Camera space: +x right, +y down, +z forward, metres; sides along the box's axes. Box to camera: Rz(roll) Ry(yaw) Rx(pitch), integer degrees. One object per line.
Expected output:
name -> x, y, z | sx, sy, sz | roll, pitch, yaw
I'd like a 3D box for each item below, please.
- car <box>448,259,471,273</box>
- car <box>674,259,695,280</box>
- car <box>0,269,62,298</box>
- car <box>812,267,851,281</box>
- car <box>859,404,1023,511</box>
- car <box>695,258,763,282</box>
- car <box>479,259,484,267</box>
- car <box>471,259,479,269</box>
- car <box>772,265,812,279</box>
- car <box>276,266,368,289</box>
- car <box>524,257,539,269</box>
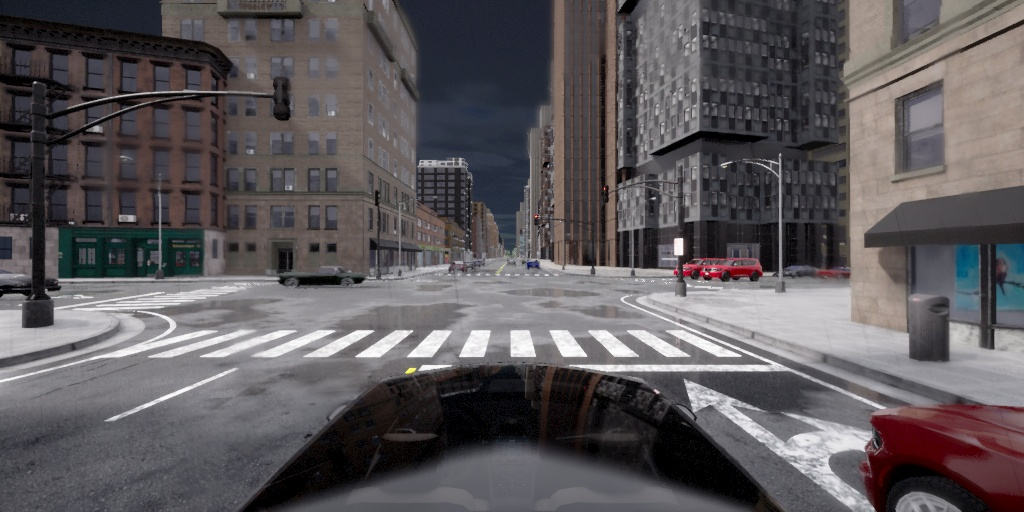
car -> -6.671, 1.283, 44.696 | 1.812, 1.442, 4.674 | 0, 0, 0
car -> 18.707, 1.250, 35.260 | 5.566, 2.045, 2.150 | 1, 0, -17
car -> -22.317, 1.032, 14.434 | 5.357, 1.411, 2.033 | 1, 0, -16
car -> 33.069, 1.772, 35.833 | 4.718, 1.301, 1.895 | 1, 0, -13
car -> 3.353, 1.228, 0.392 | 1.882, 1.535, 5.008 | 0, 0, 0
car -> 19.709, 1.236, 32.173 | 5.566, 2.045, 2.150 | 1, 0, -17
car -> -6.672, 1.325, 64.618 | 1.994, 1.385, 4.181 | 0, 0, 0
car -> -6.682, 1.251, 54.656 | 2.128, 1.511, 4.902 | 0, 0, 0
car -> 30.889, 1.717, 38.649 | 5.357, 1.411, 2.033 | 1, 0, -15
car -> -11.284, 1.254, 21.587 | 4.718, 1.301, 1.895 | 1, -1, -19
car -> 3.244, 1.238, 56.327 | 1.882, 1.535, 5.008 | 0, 0, 0
